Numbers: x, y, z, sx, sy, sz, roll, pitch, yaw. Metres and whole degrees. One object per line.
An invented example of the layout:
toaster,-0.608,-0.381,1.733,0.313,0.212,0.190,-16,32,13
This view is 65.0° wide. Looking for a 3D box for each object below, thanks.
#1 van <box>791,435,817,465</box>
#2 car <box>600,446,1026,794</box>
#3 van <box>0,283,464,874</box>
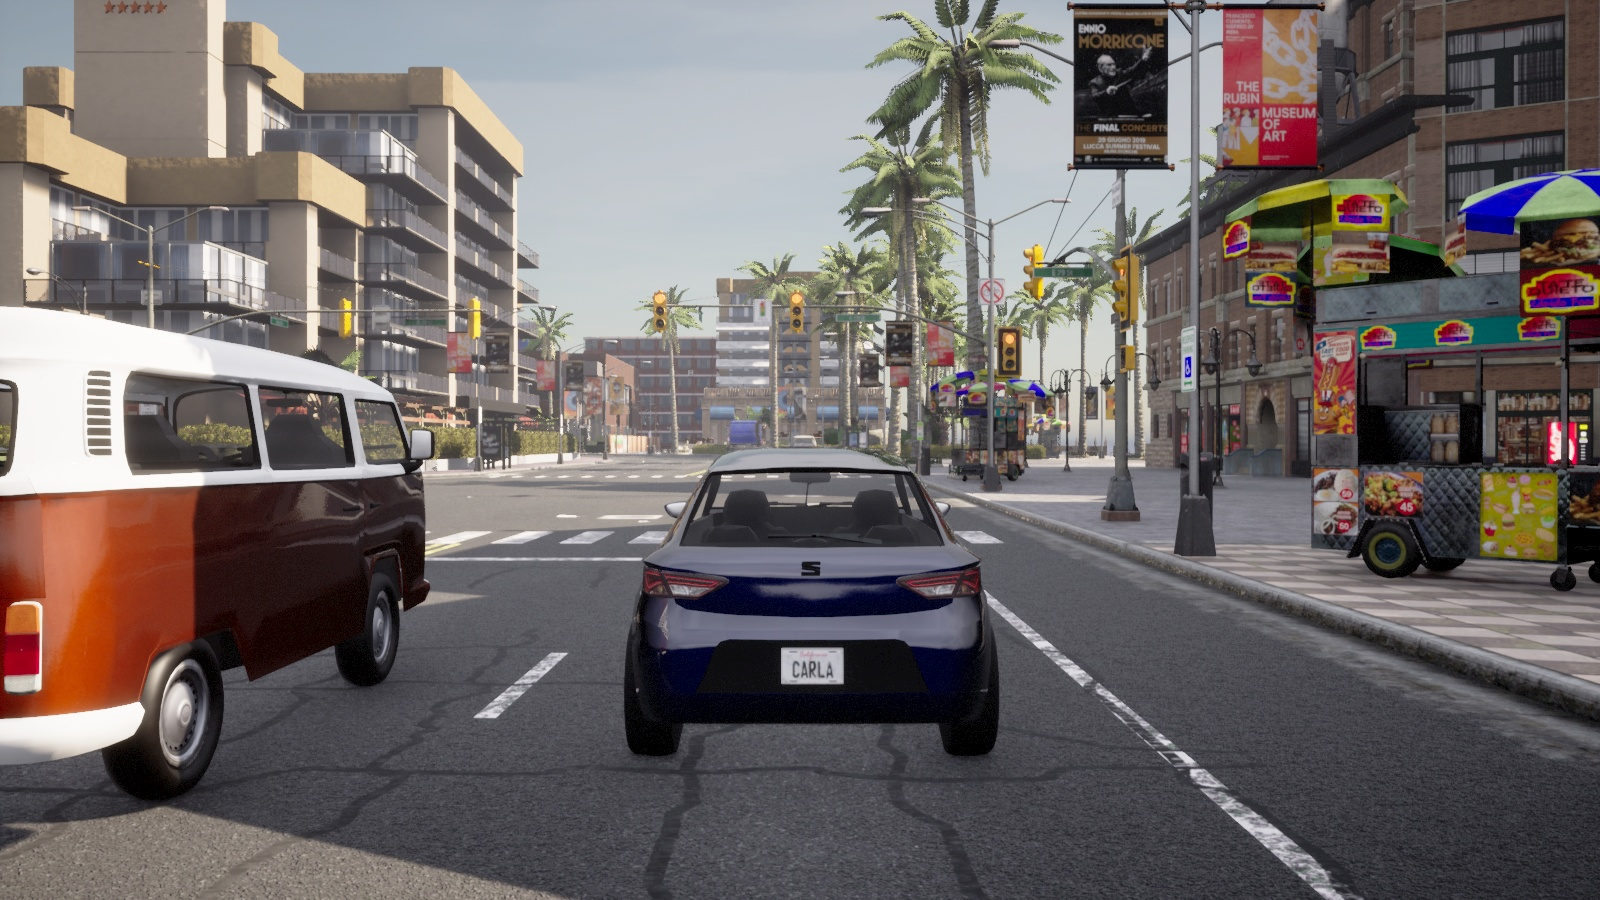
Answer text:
van,0.257,0.003,86.825,1.775,1.987,4.442,0,0,0
car,0.050,0.717,7.447,1.816,1.474,4.193,0,0,0
van,-3.399,0.430,6.569,2.069,2.038,4.480,0,0,0
